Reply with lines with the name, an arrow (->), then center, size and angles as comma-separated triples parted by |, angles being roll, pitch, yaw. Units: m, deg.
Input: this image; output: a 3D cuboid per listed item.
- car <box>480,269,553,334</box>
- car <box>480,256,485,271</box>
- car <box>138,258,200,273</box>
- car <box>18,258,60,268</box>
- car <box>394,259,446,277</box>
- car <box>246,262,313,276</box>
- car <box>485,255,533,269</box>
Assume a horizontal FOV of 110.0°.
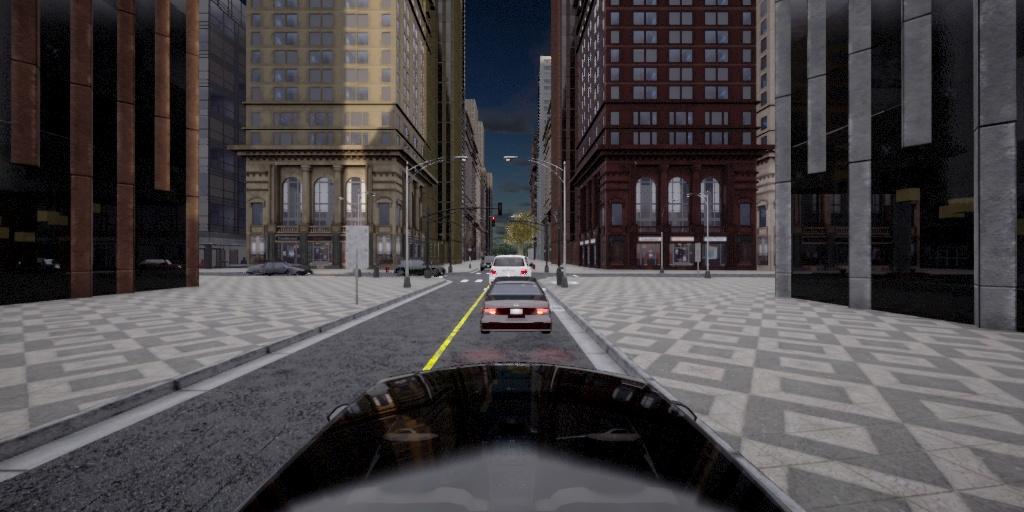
car -> 0.089, 1.297, 10.594 | 2.033, 1.411, 5.357 | 0, 0, 0
car -> -3.139, 0.969, 49.469 | 2.150, 2.045, 5.566 | 0, 0, -1
car -> -31.886, 1.004, 33.321 | 4.553, 1.767, 2.097 | 0, 0, 0
car -> -43.081, 0.979, 33.350 | 4.553, 1.767, 2.097 | 0, 0, 0
car -> -8.435, 1.073, 33.326 | 4.553, 1.767, 2.097 | 0, 0, 0
car -> -21.539, 1.226, 33.319 | 5.357, 1.411, 2.033 | 0, 0, 0
car -> 0.013, 0.971, 20.839 | 2.150, 2.045, 5.566 | 0, 0, 4
